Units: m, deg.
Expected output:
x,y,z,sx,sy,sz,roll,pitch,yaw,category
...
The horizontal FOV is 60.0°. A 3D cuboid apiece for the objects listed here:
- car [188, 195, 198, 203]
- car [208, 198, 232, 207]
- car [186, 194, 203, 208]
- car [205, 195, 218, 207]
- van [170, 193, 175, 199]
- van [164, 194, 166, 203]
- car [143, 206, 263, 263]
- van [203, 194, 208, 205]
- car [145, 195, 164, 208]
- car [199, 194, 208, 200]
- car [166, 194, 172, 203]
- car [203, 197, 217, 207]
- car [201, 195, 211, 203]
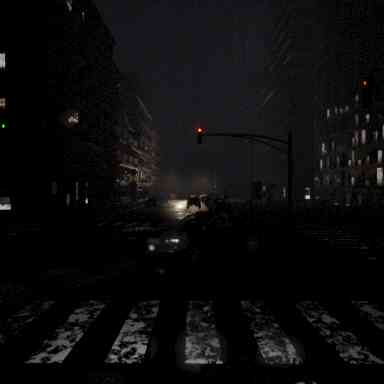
x,y,z,sx,sy,sz,roll,pitch,yaw,category
0.251,1.426,71.143,2.128,1.511,4.902,0,0,0,car
2.740,1.522,30.024,1.887,1.381,4.507,-1,0,0,car
0.246,1.459,46.691,1.837,1.490,4.892,0,0,0,car
2.756,1.410,35.669,1.967,1.590,4.097,-1,0,0,car
-5.466,1.242,75.186,1.690,1.788,3.998,-1,0,0,van
-5.539,1.286,52.601,1.690,1.788,3.998,-1,0,0,van
0.561,1.485,12.059,4.902,1.511,2.128,0,0,-41,car
2.791,1.295,46.961,1.690,1.788,3.998,-1,0,0,van
-5.553,1.520,46.955,1.947,1.339,4.313,-1,0,0,car
2.956,1.313,86.482,1.967,1.590,4.097,-1,0,0,car
-5.499,1.470,63.892,1.887,1.381,4.507,-1,0,0,car
2.812,1.490,52.607,1.887,1.381,4.507,-1,0,0,car
2.871,1.353,69.544,1.967,1.590,4.097,-1,0,0,car
